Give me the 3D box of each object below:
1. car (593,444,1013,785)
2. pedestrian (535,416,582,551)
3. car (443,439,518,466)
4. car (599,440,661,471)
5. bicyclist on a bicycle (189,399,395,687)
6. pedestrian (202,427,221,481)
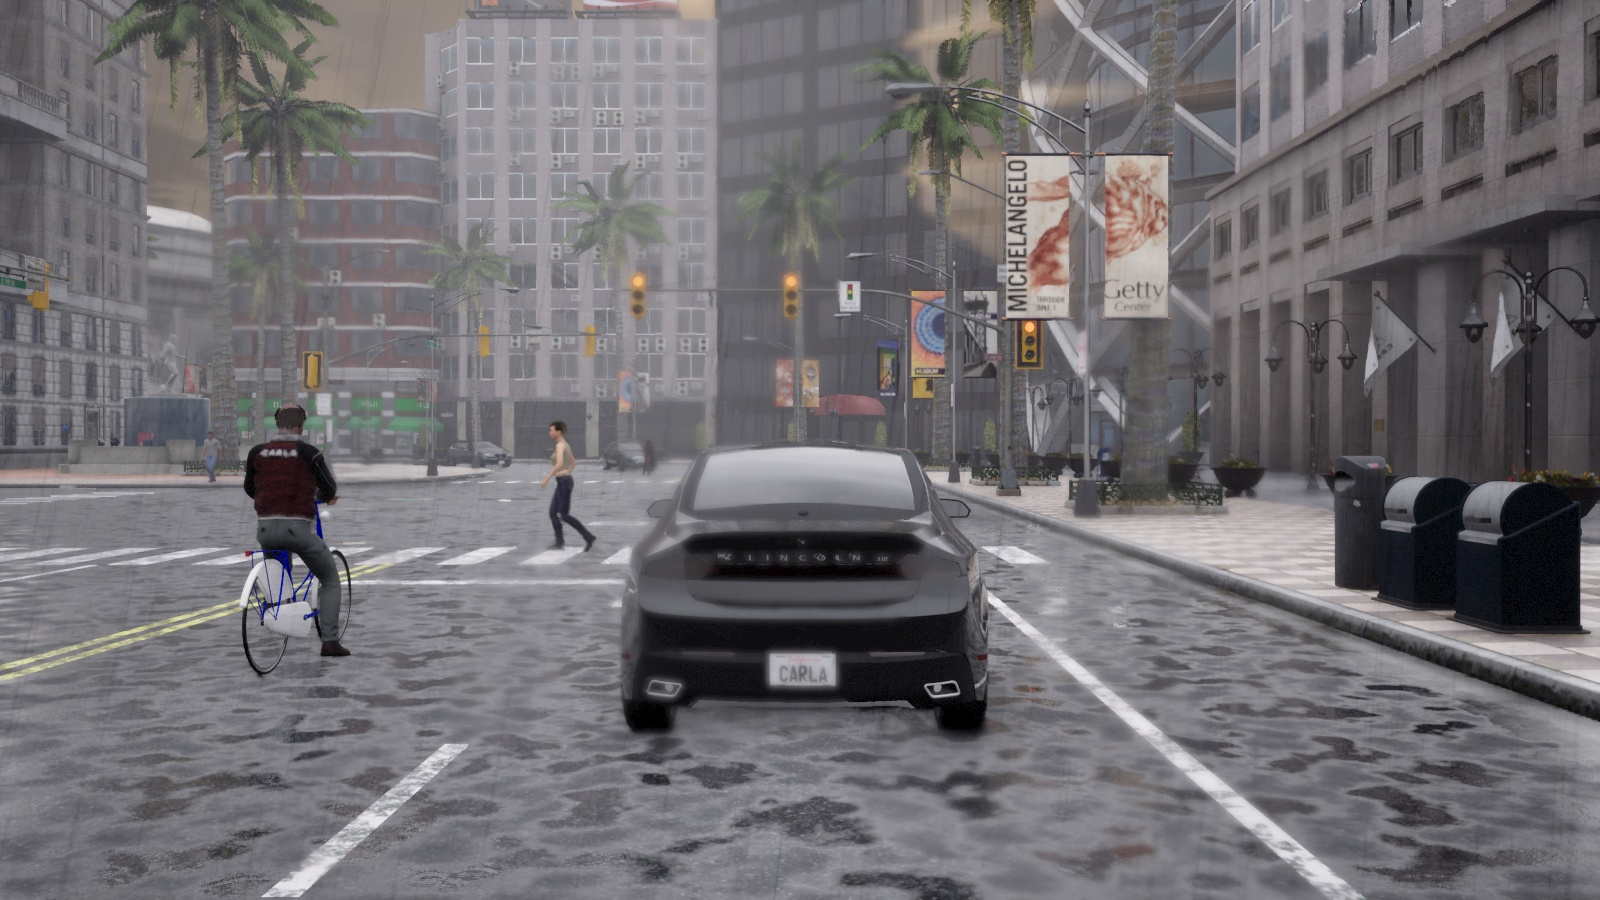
[{"bbox_3d":[0.047,0.707,7.945,1.837,1.490,4.892,0,0,1],"label":"car"},{"bbox_3d":[-3.310,0.453,17.227,0.594,1.836,0.345,0,0,-2],"label":"pedestrian"},{"bbox_3d":[-19.861,0.135,77.976,4.611,1.667,2.242,0,0,40],"label":"car"},{"bbox_3d":[-9.391,0.279,69.133,2.033,1.649,4.856,0,0,-25],"label":"car"},{"bbox_3d":[-3.432,0.565,8.669,0.659,1.776,1.843,0,1,0],"label":"bicyclist on a bicycle"},{"bbox_3d":[-20.341,0.142,43.412,0.354,1.836,0.706,0,0,-1],"label":"pedestrian"}]
